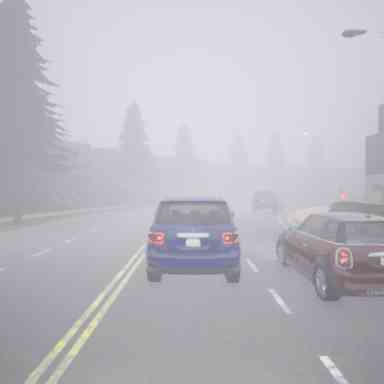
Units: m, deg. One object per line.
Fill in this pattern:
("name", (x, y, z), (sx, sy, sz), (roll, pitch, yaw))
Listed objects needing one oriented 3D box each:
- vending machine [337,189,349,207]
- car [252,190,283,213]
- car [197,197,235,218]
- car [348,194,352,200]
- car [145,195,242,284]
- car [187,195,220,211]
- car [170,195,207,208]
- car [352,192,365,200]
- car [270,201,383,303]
("vending machine", (18.324, 0.743, 40.407), (1.100, 2.100, 0.880), (1, 1, 45))
("car", (7.307, 0.865, 31.737), (2.150, 2.045, 5.566), (0, 1, 24))
("car", (2.165, 1.233, 28.053), (2.033, 1.411, 5.357), (0, 1, 17))
("car", (32.000, 0.748, 64.491), (5.008, 1.535, 1.882), (0, 1, -13))
("car", (0.064, 1.111, 9.431), (2.150, 2.045, 5.566), (0, 0, 1))
("car", (1.300, 1.128, 35.520), (1.812, 1.442, 4.674), (0, 1, 26))
("car", (-0.331, 1.097, 40.158), (2.033, 1.411, 5.357), (0, 1, 30))
("car", (32.614, 0.819, 61.054), (4.892, 1.490, 1.837), (0, 1, -13))
("car", (3.579, 1.258, 8.151), (2.097, 1.767, 4.553), (0, 1, 0))
